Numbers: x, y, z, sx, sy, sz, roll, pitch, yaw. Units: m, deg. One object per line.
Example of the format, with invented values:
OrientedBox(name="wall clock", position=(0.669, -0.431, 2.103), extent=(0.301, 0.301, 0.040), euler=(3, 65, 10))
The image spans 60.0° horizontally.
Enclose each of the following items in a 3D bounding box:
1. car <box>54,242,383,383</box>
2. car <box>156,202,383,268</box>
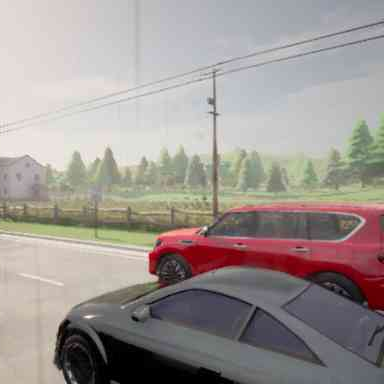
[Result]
OrientedBox(name="car", position=(0.332, 1.581, 3.754), extent=(4.181, 1.385, 1.994), euler=(-1, 0, 35))
OrientedBox(name="car", position=(1.609, 1.247, 7.142), extent=(5.566, 2.045, 2.150), euler=(-1, 0, 36))
